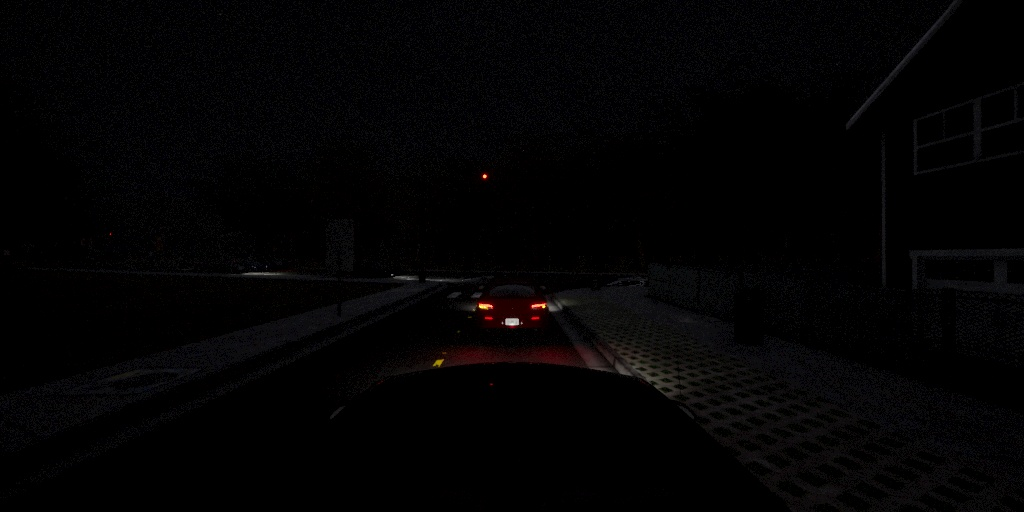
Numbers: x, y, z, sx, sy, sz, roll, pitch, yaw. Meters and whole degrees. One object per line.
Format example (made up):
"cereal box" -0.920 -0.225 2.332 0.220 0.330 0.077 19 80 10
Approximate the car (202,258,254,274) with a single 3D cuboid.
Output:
"car" -32.310 1.258 40.800 4.902 1.511 2.128 0 0 24

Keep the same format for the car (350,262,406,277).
"car" -13.577 1.306 36.242 5.357 1.411 2.033 0 0 23

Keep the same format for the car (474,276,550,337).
"car" 0.006 1.276 10.166 1.812 1.442 4.674 0 0 0

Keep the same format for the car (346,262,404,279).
"car" -12.499 1.345 32.237 4.718 1.301 1.895 0 0 23

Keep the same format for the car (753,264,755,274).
"car" 16.690 1.244 26.944 4.674 1.442 1.812 0 0 23

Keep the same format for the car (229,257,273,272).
"car" -32.568 1.256 44.457 5.008 1.535 1.882 0 0 24

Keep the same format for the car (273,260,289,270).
"car" -34.845 1.328 52.655 4.674 1.442 1.812 0 0 24
